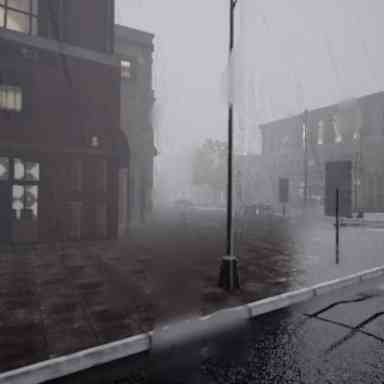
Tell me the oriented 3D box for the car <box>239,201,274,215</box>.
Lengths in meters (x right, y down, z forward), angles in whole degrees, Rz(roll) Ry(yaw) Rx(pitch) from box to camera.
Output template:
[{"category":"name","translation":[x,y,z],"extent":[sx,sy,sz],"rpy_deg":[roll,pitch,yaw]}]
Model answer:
[{"category":"car","translation":[6.642,1.608,34.464],"extent":[2.008,1.369,4.403],"rpy_deg":[1,-1,-27]}]

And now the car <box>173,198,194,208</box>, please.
[{"category":"car","translation":[-1.348,1.614,49.986],"extent":[1.887,1.381,4.507],"rpy_deg":[1,-1,-27]}]
